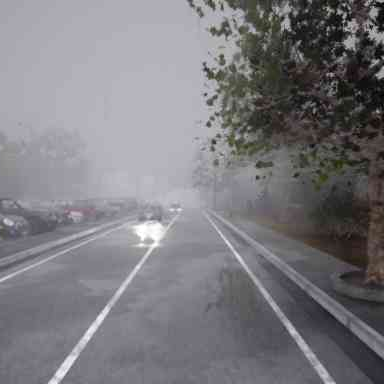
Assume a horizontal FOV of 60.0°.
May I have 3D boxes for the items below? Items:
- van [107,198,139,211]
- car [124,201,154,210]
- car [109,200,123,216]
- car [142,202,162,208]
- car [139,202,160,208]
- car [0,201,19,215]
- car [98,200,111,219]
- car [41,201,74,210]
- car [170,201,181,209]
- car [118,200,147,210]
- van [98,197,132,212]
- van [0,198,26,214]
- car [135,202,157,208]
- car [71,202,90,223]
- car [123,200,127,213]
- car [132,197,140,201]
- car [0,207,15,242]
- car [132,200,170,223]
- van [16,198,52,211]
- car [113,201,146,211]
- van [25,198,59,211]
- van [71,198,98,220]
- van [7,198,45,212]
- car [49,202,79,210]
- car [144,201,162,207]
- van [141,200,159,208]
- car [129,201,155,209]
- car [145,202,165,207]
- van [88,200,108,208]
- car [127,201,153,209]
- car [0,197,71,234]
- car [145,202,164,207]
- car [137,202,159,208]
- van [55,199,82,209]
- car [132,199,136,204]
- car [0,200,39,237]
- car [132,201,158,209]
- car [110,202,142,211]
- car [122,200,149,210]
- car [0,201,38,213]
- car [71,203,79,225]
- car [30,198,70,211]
[{"bbox_3d":[-10.200,1.873,49.506,4.442,1.987,1.878,0,-2,0],"label":"van"},{"bbox_3d":[-10.125,2.527,63.374,5.366,1.575,1.946,0,-2,0],"label":"car"},{"bbox_3d":[-10.293,1.861,35.639,4.792,1.488,2.163,0,-1,0],"label":"car"},{"bbox_3d":[-10.330,3.249,85.572,4.792,1.488,2.163,0,-2,0],"label":"car"},{"bbox_3d":[-10.274,3.077,80.022,4.792,1.488,2.163,0,-2,0],"label":"car"},{"bbox_3d":[-23.217,1.872,38.593,5.366,1.575,1.946,0,-1,0],"label":"car"},{"bbox_3d":[-10.331,1.748,30.089,5.008,1.535,2.097,0,-1,0],"label":"car"},{"bbox_3d":[-23.387,2.361,57.956,5.008,1.535,2.097,0,-2,0],"label":"car"},{"bbox_3d":[-3.283,2.779,68.555,1.895,1.301,4.718,0,-2,0],"label":"car"},{"bbox_3d":[-10.282,2.232,57.828,4.553,1.767,2.185,0,-2,0],"label":"car"},{"bbox_3d":[-10.204,1.689,41.196,4.442,1.987,1.878,0,-1,0],"label":"van"},{"bbox_3d":[-23.283,1.691,41.364,4.442,1.987,1.878,0,-1,0],"label":"van"},{"bbox_3d":[-10.276,2.904,74.472,4.792,1.488,2.163,0,-2,0],"label":"car"},{"bbox_3d":[-10.331,1.705,24.537,4.674,1.452,2.002,0,-1,0],"label":"car"},{"bbox_3d":[-10.324,1.913,38.416,4.674,1.452,2.002,0,-1,0],"label":"car"},{"bbox_3d":[-10.346,1.761,46.732,5.566,2.045,2.435,0,-2,0],"label":"car"},{"bbox_3d":[-10.340,1.509,13.438,5.008,1.535,2.097,0,-1,0],"label":"car"},{"bbox_3d":[-3.348,1.723,28.095,2.128,1.511,4.902,0,-1,0],"label":"car"},{"bbox_3d":[-23.513,1.877,49.656,4.442,1.987,1.878,0,-2,0],"label":"van"},{"bbox_3d":[-10.309,2.271,55.049,5.008,1.535,2.097,0,-2,0],"label":"car"},{"bbox_3d":[-23.512,1.960,52.300,4.442,1.987,1.878,0,-2,0],"label":"van"},{"bbox_3d":[-10.444,1.481,27.316,4.442,1.987,1.878,0,-1,0],"label":"van"},{"bbox_3d":[-23.281,1.787,46.755,4.442,1.987,1.878,0,-1,0],"label":"van"},{"bbox_3d":[-23.389,2.487,60.724,4.674,1.452,2.002,0,-2,0],"label":"car"},{"bbox_3d":[-10.330,3.183,88.348,4.553,1.767,2.185,0,-2,0],"label":"car"},{"bbox_3d":[-10.418,2.908,82.804,4.442,1.987,1.878,0,-2,0],"label":"van"},{"bbox_3d":[-10.314,2.703,68.923,4.892,1.521,2.231,0,-2,0],"label":"car"},{"bbox_3d":[-10.482,3.496,93.888,5.366,1.575,1.946,0,-2,0],"label":"car"},{"bbox_3d":[-23.498,2.910,82.883,4.442,1.987,1.878,0,-2,0],"label":"van"},{"bbox_3d":[-10.303,2.617,66.148,4.892,1.521,2.231,0,-2,0],"label":"car"},{"bbox_3d":[-10.302,1.331,18.989,5.566,2.045,2.435,0,-1,0],"label":"car"},{"bbox_3d":[-10.292,3.402,91.122,4.892,1.521,2.231,0,-2,0],"label":"car"},{"bbox_3d":[-10.275,2.991,77.247,4.792,1.488,2.163,0,-2,0],"label":"car"},{"bbox_3d":[-23.507,2.304,63.376,4.442,1.987,1.878,0,-2,0],"label":"van"},{"bbox_3d":[-10.349,1.986,43.974,4.792,1.488,2.163,0,-1,0],"label":"car"},{"bbox_3d":[-10.363,1.417,16.216,4.553,1.767,2.185,0,-1,0],"label":"car"},{"bbox_3d":[-10.121,2.786,71.698,5.366,1.575,1.946,0,-2,0],"label":"car"},{"bbox_3d":[-10.318,2.225,52.273,4.674,1.452,2.002,0,-2,0],"label":"car"},{"bbox_3d":[-10.280,2.318,60.602,4.553,1.767,2.185,0,-2,0],"label":"car"},{"bbox_3d":[-23.404,1.958,44.130,5.008,1.535,2.097,0,-1,0],"label":"car"},{"bbox_3d":[-10.359,1.653,21.761,4.792,1.488,2.163,0,-1,0],"label":"car"},{"bbox_3d":[-23.366,2.020,55.070,5.566,2.045,2.435,0,-2,0],"label":"car"}]
